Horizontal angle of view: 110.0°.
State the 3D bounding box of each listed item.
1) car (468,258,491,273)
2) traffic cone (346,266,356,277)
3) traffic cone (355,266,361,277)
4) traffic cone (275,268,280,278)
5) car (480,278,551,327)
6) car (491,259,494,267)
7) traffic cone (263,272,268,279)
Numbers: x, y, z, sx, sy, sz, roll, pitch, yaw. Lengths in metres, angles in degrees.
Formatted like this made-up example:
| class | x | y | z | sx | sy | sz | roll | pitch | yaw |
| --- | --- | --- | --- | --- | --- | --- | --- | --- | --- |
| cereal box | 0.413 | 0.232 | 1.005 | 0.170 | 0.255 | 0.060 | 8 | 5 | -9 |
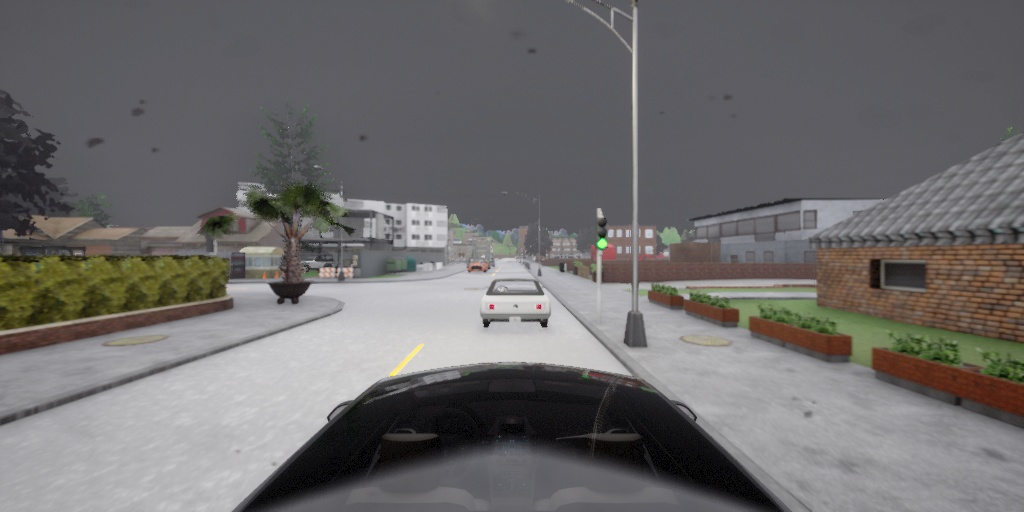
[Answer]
| class | x | y | z | sx | sy | sz | roll | pitch | yaw |
| --- | --- | --- | --- | --- | --- | --- | --- | --- | --- |
| car | -4.082 | 1.066 | 43.284 | 2.097 | 1.767 | 4.553 | 0 | 0 | 0 |
| traffic cone | -15.741 | 1.532 | 35.069 | 0.344 | 0.586 | 0.344 | 0 | 0 | 0 |
| traffic cone | -15.380 | 1.528 | 35.638 | 0.344 | 0.586 | 0.344 | 0 | 0 | 0 |
| traffic cone | -19.789 | 1.543 | 30.186 | 0.344 | 0.586 | 0.344 | 0 | 0 | 0 |
| car | 0.095 | 1.342 | 11.461 | 1.895 | 1.301 | 4.718 | 0 | 0 | 0 |
| car | -4.059 | 1.210 | 52.665 | 1.837 | 1.490 | 4.892 | 0 | 0 | 0 |
| traffic cone | -20.310 | 1.573 | 29.467 | 0.344 | 0.586 | 0.344 | 0 | 0 | 0 |
